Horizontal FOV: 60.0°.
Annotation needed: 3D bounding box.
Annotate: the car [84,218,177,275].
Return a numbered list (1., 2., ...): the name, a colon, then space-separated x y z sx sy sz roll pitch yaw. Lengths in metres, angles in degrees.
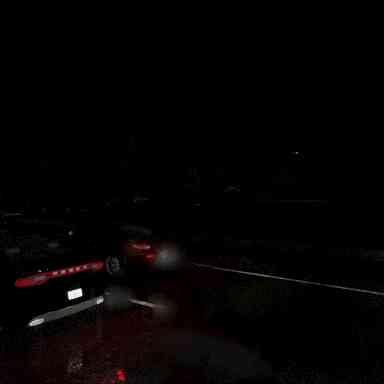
1. car: -2.592 1.526 10.116 4.674 1.442 1.812 0 0 35

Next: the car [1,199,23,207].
1. car: -23.657 1.547 42.513 2.033 1.411 5.357 0 0 36

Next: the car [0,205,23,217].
1. car: -10.194 1.506 15.528 4.892 1.490 1.837 0 0 35

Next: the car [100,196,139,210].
1. car: -9.766 1.478 43.739 1.882 1.535 5.008 0 0 36

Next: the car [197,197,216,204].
1. car: 2.710 1.564 60.782 1.994 1.385 4.181 0 0 37

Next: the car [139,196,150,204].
1. car: -9.768 1.525 61.517 1.812 1.442 4.674 0 0 36

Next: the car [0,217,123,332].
1. car: -3.882 1.478 6.747 5.008 1.535 1.882 0 0 35

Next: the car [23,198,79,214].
1. car: -15.261 1.505 36.199 1.837 1.490 4.892 0 0 36

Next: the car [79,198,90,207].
1. car: -17.902 1.600 50.400 1.895 1.301 4.718 0 0 36
